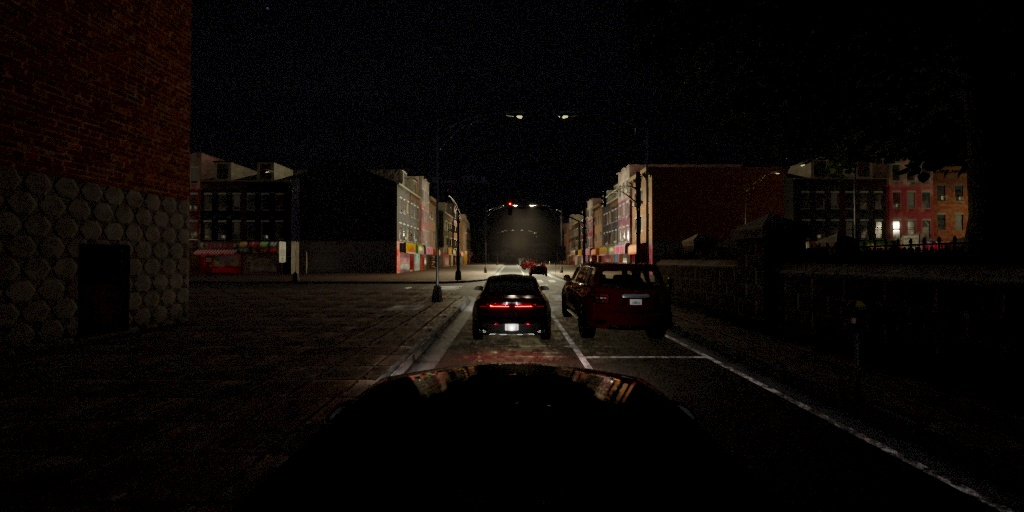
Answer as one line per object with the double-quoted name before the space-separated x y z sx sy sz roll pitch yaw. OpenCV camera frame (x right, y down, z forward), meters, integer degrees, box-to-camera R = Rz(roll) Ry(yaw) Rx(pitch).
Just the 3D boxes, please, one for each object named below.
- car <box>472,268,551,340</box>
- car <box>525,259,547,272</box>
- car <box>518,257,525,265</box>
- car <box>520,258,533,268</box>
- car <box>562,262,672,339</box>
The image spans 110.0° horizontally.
"car" -0.008 1.258 9.995 1.837 1.490 4.892 0 0 0
"car" 2.600 1.334 36.465 1.888 1.381 4.507 0 0 0
"car" 2.576 1.158 58.214 2.192 1.841 5.009 0 0 0
"car" 2.582 1.373 52.777 1.888 1.381 4.507 0 0 0
"car" 2.629 1.068 10.036 2.192 1.841 5.009 0 0 0
